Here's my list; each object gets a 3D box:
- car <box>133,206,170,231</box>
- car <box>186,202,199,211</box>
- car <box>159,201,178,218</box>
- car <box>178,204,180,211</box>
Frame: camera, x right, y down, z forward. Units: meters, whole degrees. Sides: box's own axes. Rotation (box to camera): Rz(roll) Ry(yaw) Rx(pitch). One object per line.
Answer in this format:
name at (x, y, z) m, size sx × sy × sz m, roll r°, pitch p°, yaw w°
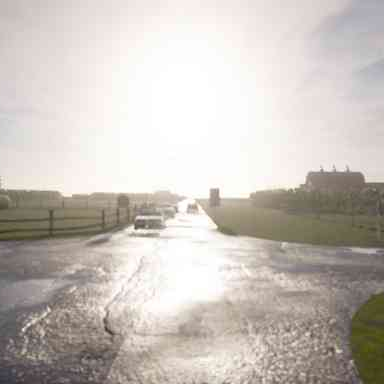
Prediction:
car at (-2.859, 1.918, 23.334) m, size 1.895 × 1.301 × 4.718 m, roll 0°, pitch -1°, yaw 0°
car at (0.068, 2.280, 53.589) m, size 2.033 × 1.411 × 5.357 m, roll 0°, pitch -1°, yaw 0°
car at (-2.869, 2.003, 36.599) m, size 1.837 × 1.490 × 4.892 m, roll 0°, pitch -1°, yaw 0°
car at (-2.867, 2.164, 49.242) m, size 2.128 × 1.511 × 4.902 m, roll 0°, pitch -1°, yaw 0°
